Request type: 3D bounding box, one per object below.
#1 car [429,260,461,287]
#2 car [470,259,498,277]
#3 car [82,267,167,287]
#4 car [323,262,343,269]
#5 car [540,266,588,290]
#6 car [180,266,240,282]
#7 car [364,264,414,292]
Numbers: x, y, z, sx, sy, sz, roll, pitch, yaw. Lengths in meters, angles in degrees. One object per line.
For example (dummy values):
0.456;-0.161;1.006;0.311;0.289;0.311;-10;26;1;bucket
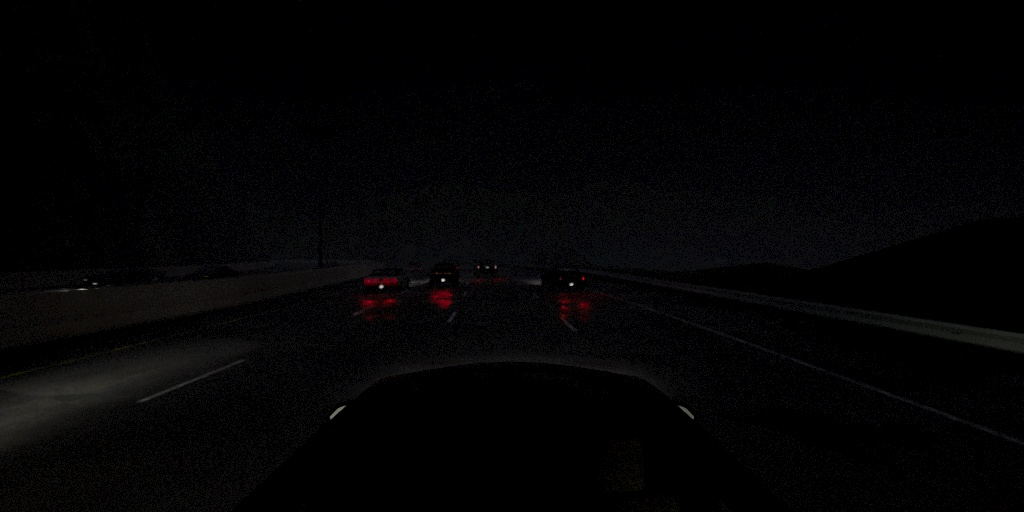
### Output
-4.698;1.260;25.105;1.837;1.490;4.892;0;0;-8;car
-2.635;1.065;34.668;2.097;1.767;4.553;-1;0;-10;car
-30.169;1.582;28.224;2.033;1.411;5.357;-1;0;-9;car
-23.203;1.445;46.547;1.812;1.442;4.674;-1;0;-14;car
3.011;1.275;22.025;1.895;1.301;4.718;-1;0;-7;car
-23.027;1.482;27.607;1.812;1.442;4.674;-1;0;-8;car
-7.522;1.393;22.027;1.895;1.301;4.718;-1;0;-7;car
